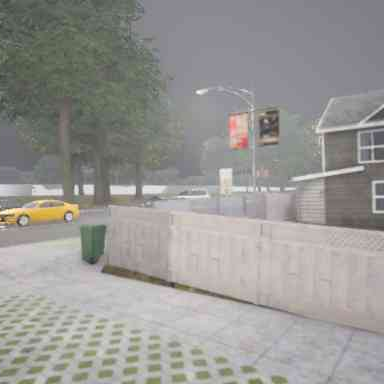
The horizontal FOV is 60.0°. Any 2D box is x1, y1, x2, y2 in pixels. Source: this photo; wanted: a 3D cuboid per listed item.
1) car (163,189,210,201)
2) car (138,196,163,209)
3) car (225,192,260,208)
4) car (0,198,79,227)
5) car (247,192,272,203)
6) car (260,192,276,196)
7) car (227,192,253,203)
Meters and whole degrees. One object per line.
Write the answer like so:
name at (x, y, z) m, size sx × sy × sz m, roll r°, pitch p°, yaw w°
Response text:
car at (-0.161, 0.730, 35.322) m, size 2.150 × 2.045 × 5.566 m, roll -2°, pitch 0°, yaw 36°
car at (-3.791, 1.137, 35.820) m, size 1.812 × 1.442 × 4.674 m, roll -2°, pitch 0°, yaw 36°
car at (4.013, 0.925, 29.651) m, size 1.812 × 1.442 × 4.674 m, roll -2°, pitch 0°, yaw 36°
car at (-9.862, 1.289, 21.747) m, size 1.882 × 1.535 × 5.008 m, roll -2°, pitch 0°, yaw 36°
car at (10.155, 0.767, 49.572) m, size 1.812 × 1.442 × 4.674 m, roll -2°, pitch 0°, yaw 36°
car at (10.182, 0.705, 43.937) m, size 1.882 × 1.535 × 5.008 m, roll -2°, pitch 0°, yaw 36°
car at (7.514, 0.865, 51.463) m, size 1.837 × 1.490 × 4.892 m, roll -2°, pitch 0°, yaw 36°
